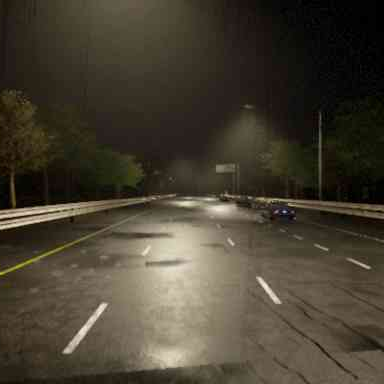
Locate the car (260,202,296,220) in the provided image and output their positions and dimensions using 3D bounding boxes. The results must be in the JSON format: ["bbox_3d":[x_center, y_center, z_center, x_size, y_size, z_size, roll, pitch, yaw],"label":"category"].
[{"bbox_3d":[7.035,1.559,27.734,2.033,1.411,5.357,0,0,0],"label":"car"}]

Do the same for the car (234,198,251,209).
[{"bbox_3d":[7.108,1.521,46.762,2.128,1.511,4.902,0,0,0],"label":"car"}]

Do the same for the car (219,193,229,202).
[{"bbox_3d":[7.298,1.609,76.353,1.994,1.385,4.181,0,0,0],"label":"car"}]
